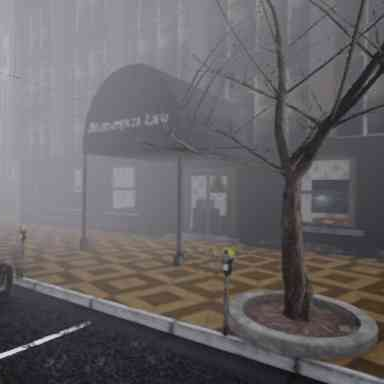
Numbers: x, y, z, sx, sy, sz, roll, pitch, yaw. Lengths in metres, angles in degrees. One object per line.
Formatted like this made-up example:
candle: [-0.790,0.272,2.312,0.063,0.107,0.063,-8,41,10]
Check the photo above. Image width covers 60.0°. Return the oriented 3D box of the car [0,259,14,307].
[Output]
car: [-5.212,1.570,6.577,4.313,1.339,1.947,0,1,36]
